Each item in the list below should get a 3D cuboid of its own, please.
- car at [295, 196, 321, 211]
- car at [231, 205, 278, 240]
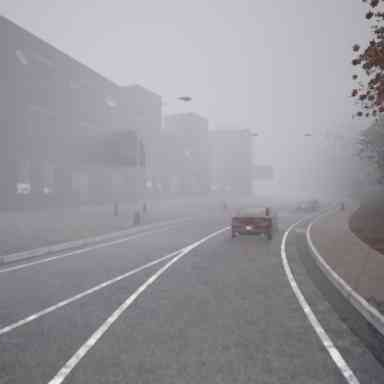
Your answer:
[{"bbox_3d":[12.510,1.210,36.007,1.812,1.442,4.674,0,1,29],"label":"car"},{"bbox_3d":[3.289,1.409,16.978,1.882,1.535,5.008,0,0,19],"label":"car"}]
